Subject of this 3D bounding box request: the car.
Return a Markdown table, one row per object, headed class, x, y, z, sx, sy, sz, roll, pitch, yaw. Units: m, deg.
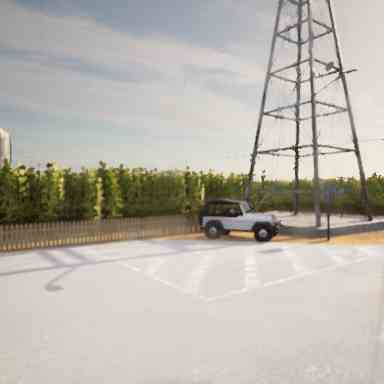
| class | x | y | z | sx | sy | sz | roll | pitch | yaw |
| --- | --- | --- | --- | --- | --- | --- | --- | --- | --- |
| car | 2.258 | 1.287 | 15.801 | 3.866 | 1.878 | 1.905 | 0 | 0 | 23 |
